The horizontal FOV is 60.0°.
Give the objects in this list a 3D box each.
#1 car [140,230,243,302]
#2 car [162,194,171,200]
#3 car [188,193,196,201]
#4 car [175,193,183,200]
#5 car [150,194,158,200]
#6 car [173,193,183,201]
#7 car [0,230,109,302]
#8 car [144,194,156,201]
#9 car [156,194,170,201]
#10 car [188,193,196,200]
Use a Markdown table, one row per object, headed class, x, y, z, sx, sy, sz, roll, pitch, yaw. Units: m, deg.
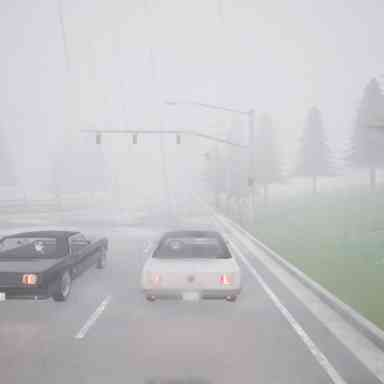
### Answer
| class | x | y | z | sx | sy | sz | roll | pitch | yaw |
| --- | --- | --- | --- | --- | --- | --- | --- | --- | --- |
| car | 0.006 | 1.601 | 8.236 | 1.895 | 1.301 | 4.718 | 0 | 0 | 0 |
| car | -7.077 | 1.372 | 92.487 | 2.033 | 1.411 | 5.357 | 0 | 0 | 0 |
| car | -0.069 | 1.517 | 82.073 | 2.128 | 1.511 | 4.902 | 0 | 0 | 0 |
| car | -3.577 | 1.187 | 92.460 | 2.097 | 1.767 | 4.553 | 0 | 0 | 0 |
| car | -10.577 | 1.357 | 92.484 | 1.812 | 1.442 | 4.674 | 0 | 0 | 0 |
| car | -3.569 | 1.348 | 82.456 | 2.097 | 1.767 | 4.553 | 0 | 0 | 0 |
| car | -3.494 | 1.601 | 8.233 | 1.895 | 1.301 | 4.718 | 0 | 0 | 0 |
| car | -10.569 | 1.588 | 82.511 | 1.895 | 1.301 | 4.718 | 0 | 0 | 0 |
| car | -7.069 | 1.517 | 82.067 | 2.128 | 1.511 | 4.902 | 0 | 0 | 0 |
| car | -0.077 | 1.187 | 92.463 | 2.097 | 1.767 | 4.553 | 0 | 0 | 0 |
